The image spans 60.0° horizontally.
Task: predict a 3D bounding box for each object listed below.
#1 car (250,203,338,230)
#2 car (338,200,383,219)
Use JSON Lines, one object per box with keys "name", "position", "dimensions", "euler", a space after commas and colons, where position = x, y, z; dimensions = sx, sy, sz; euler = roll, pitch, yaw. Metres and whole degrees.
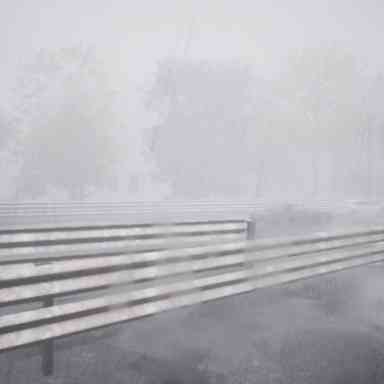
{"name": "car", "position": [5.765, 1.381, 19.006], "dimensions": [4.718, 1.301, 1.895], "euler": [0, 0, -26]}
{"name": "car", "position": [13.018, 1.327, 26.336], "dimensions": [4.674, 1.442, 1.812], "euler": [0, 0, -25]}
